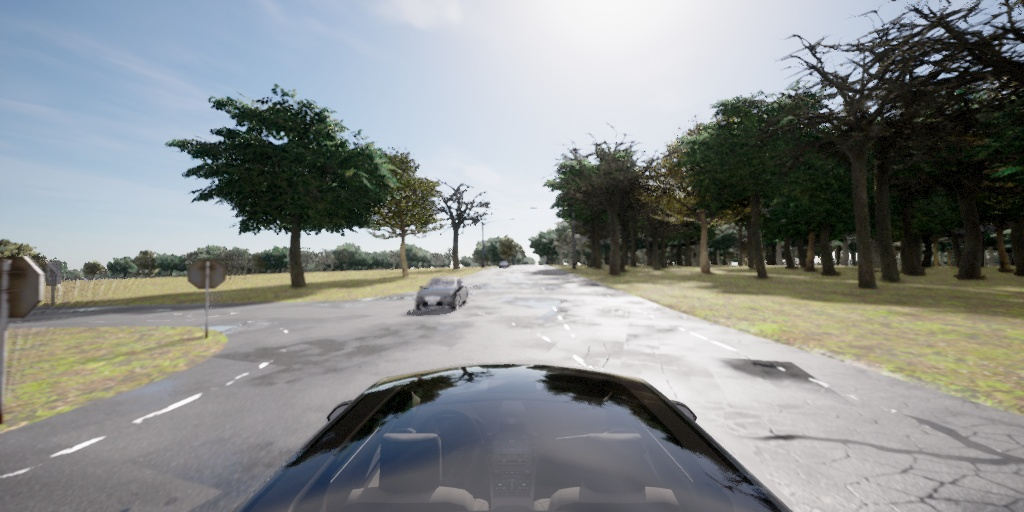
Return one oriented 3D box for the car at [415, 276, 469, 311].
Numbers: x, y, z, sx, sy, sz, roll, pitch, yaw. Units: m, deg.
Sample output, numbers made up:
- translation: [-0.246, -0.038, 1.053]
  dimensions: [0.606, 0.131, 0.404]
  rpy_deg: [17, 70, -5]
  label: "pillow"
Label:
- translation: [-3.274, 1.764, 17.474]
  dimensions: [2.128, 1.511, 4.902]
  rpy_deg: [-1, -2, 2]
  label: "car"
